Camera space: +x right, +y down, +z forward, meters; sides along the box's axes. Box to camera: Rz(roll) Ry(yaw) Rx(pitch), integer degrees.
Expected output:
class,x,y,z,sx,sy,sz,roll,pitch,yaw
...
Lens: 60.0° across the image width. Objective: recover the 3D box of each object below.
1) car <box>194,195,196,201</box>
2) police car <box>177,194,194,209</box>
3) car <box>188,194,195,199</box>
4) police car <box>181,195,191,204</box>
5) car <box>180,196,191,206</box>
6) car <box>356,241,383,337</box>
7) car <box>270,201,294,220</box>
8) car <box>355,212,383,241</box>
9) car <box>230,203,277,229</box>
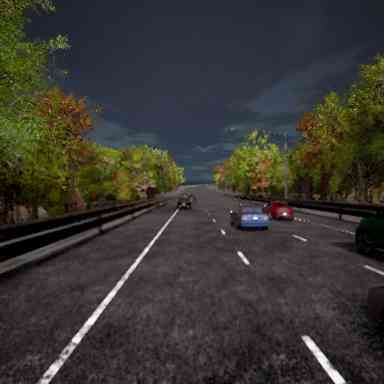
class,x,y,z,sx,sy,sz,roll,pitch,yaw
car,-0.026,1.377,79.765,1.837,1.490,4.892,0,0,0
police car,-1.065,1.395,45.611,1.930,1.638,5.238,0,0,0
car,-0.031,1.264,95.358,1.994,1.385,4.181,0,1,0
police car,-1.070,1.384,61.617,1.930,1.638,5.238,0,0,0
car,-1.068,1.419,55.694,1.801,1.575,5.366,0,0,0
car,3.599,1.546,2.778,2.033,1.411,5.357,0,0,0
car,7.091,1.508,27.700,1.812,1.442,4.674,0,0,0
car,7.098,1.215,9.912,2.150,2.045,5.566,0,0,0
car,3.590,1.534,21.314,2.033,1.411,5.357,0,0,0
